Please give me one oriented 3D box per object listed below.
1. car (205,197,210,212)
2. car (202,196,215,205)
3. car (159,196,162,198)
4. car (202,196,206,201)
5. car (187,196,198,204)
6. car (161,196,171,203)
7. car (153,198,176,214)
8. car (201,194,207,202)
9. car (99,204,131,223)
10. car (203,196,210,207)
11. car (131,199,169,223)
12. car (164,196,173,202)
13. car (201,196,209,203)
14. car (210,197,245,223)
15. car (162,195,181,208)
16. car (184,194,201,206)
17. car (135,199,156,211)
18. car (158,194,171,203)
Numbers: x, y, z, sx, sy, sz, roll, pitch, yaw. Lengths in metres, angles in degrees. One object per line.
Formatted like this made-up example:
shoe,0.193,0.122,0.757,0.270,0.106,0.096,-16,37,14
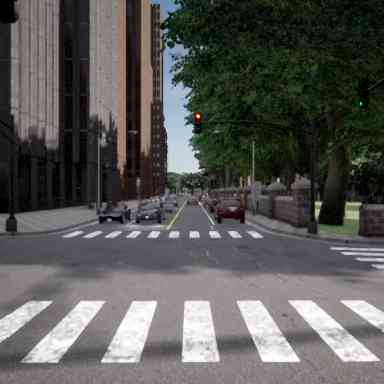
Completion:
car,2.802,1.582,36.161,1.947,1.339,4.313,0,0,0
car,2.825,1.477,57.987,1.967,1.590,4.097,0,0,0
car,-5.712,1.608,47.076,1.802,1.307,4.206,0,0,0
car,2.813,1.577,47.074,2.008,1.369,4.403,0,0,0
car,0.070,1.608,65.786,1.994,1.385,4.181,0,0,0
car,-5.683,1.598,74.361,1.887,1.381,4.507,0,0,0
car,-3.061,1.617,36.162,1.895,1.301,4.718,0,0,0
car,2.819,1.471,52.531,1.967,1.590,4.097,0,0,0
car,-5.735,1.572,25.248,1.947,1.339,4.313,0,0,0
car,2.807,1.572,41.617,2.008,1.369,4.403,0,0,0
car,-3.079,1.511,25.520,1.837,1.490,4.892,0,0,1
car,-5.678,1.606,79.818,1.887,1.381,4.507,0,0,0
car,2.842,1.579,74.526,1.752,1.417,4.829,0,0,0
car,2.790,1.321,25.248,2.192,1.841,5.009,0,0,0
car,-3.026,1.592,49.345,1.994,1.385,4.181,0,0,0
car,0.115,1.526,55.806,2.128,1.511,4.902,0,0,1
car,-5.718,1.572,41.619,2.008,1.369,4.403,0,0,0
car,-5.689,1.362,68.904,2.192,1.841,5.009,0,0,0
